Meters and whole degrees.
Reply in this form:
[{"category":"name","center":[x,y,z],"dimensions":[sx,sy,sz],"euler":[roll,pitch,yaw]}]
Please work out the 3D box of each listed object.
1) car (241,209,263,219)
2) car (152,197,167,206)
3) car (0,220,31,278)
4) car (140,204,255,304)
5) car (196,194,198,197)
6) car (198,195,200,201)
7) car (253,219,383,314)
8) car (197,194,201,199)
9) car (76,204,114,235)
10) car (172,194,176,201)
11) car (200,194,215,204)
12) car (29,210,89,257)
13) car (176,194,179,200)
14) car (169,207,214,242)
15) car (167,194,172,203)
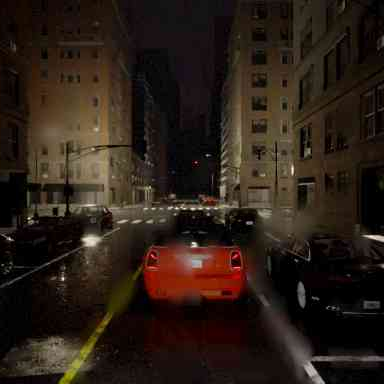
[{"category":"car","center":[2.836,1.566,18.450],"dimensions":[1.947,1.339,4.313],"euler":[0,0,0]},{"category":"car","center":[-5.697,1.617,55.544],"dimensions":[1.802,1.307,4.206],"euler":[0,0,0]},{"category":"car","center":[-5.677,1.566,7.438],"dimensions":[1.947,1.339,4.313],"euler":[0,0,0]},{"category":"car","center":[0.054,1.352,8.309],"dimensions":[2.097,1.767,4.553],"euler":[0,0,0]},{"category":"car","center":[2.848,1.559,87.994],"dimensions":[1.967,1.590,4.097],"euler":[0,0,0]},{"category":"car","center":[2.835,1.605,66.358],"dimensions":[2.008,1.369,4.403],"euler":[0,0,0]},{"category":"car","center":[2.848,1.550,7.448],"dimensions":[2.008,1.369,4.403],"euler":[0,0,0]},{"category":"car","center":[2.841,1.523,77.176],"dimensions":[1.967,1.590,4.097],"euler":[0,0,0]},{"category":"car","center":[-5.690,1.440,18.441],"dimensions":[1.967,1.590,4.097],"euler":[0,0,0]},{"category":"car","center":[-5.680,1.625,82.416],"dimensions":[1.752,1.417,4.829],"euler":[0,0,0]},{"category":"car","center":[2.827,1.475,55.540],"dimensions":[1.967,1.590,4.097],"euler":[0,0,0]},{"category":"car","center":[-5.684,1.582,12.939],"dimensions":[1.802,1.307,4.206],"euler":[0,0,0]},{"category":"car","center":[-5.673,1.455,93.404],"dimensions":[2.192,1.841,5.009],"euler":[0,0,0]},{"category":"car","center":[-0.015,1.564,16.963],"dimensions":[1.994,1.385,4.181],"euler":[0,0,0]},{"category":"car","center":[-5.690,1.606,66.361],"dimensions":[2.008,1.369,4.403],"euler":[0,0,0]}]
